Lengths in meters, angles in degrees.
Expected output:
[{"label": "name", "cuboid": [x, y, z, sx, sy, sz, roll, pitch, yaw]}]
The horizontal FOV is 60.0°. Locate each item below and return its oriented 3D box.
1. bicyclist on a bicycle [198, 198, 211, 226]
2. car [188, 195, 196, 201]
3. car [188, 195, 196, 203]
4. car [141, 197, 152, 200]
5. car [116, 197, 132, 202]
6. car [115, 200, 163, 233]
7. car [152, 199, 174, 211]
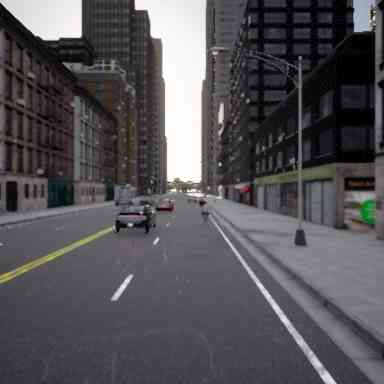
[{"label": "bicyclist on a bicycle", "cuboid": [0.893, 1.404, 22.021, 0.866, 1.612, 1.509, 0, 0, 0]}, {"label": "car", "cuboid": [0.018, 1.426, 84.286, 1.994, 1.385, 4.181, 0, 0, 0]}, {"label": "car", "cuboid": [0.014, 1.443, 69.194, 2.033, 1.411, 5.357, 0, 0, 0]}, {"label": "car", "cuboid": [-6.552, 1.482, 48.107, 2.033, 1.411, 5.357, 0, 0, 1]}, {"label": "car", "cuboid": [-9.806, 1.440, 48.098, 1.837, 1.490, 4.892, 0, 0, 0]}, {"label": "car", "cuboid": [-3.147, 1.463, 19.378, 2.128, 1.511, 4.902, 0, 0, 0]}, {"label": "car", "cuboid": [-3.142, 1.510, 38.850, 1.994, 1.385, 4.181, 0, 0, 0]}]
